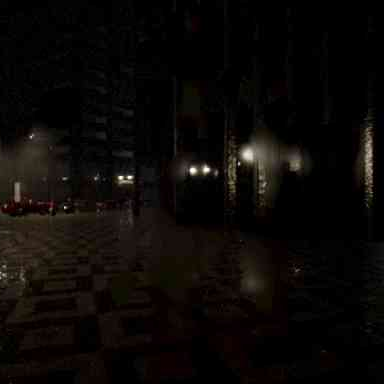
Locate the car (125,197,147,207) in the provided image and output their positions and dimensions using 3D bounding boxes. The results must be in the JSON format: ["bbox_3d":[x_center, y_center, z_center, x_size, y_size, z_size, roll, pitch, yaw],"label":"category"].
[{"bbox_3d":[-9.490,1.577,55.266,1.967,1.590,4.097,0,0,35],"label":"car"}]

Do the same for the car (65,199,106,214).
[{"bbox_3d":[-12.108,1.686,36.479,1.947,1.339,4.313,0,0,35],"label":"car"}]

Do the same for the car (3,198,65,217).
[{"bbox_3d":[-15.315,1.438,31.839,2.192,1.841,5.009,0,0,35],"label":"car"}]

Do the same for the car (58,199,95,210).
[{"bbox_3d":[-15.901,1.687,45.987,1.887,1.381,4.507,0,0,35],"label":"car"}]

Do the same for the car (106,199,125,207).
[{"bbox_3d":[-12.696,1.721,50.626,1.802,1.307,4.206,0,0,35],"label":"car"}]
